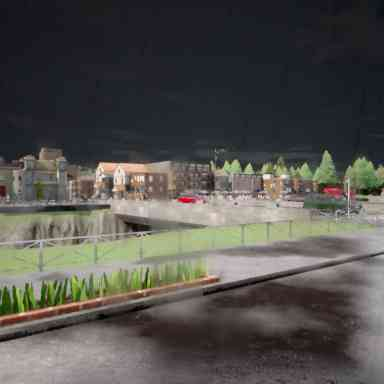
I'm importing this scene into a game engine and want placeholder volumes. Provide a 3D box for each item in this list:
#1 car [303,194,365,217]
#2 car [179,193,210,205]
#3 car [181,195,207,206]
[{"bbox_3d":[13.028,1.220,30.944,2.150,2.045,5.566,0,0,-36],"label":"car"},{"bbox_3d":[0.273,1.221,48.672,2.150,2.045,5.566,0,0,-36],"label":"car"},{"bbox_3d":[0.215,1.352,55.925,2.097,1.767,4.553,0,0,-36],"label":"car"}]
